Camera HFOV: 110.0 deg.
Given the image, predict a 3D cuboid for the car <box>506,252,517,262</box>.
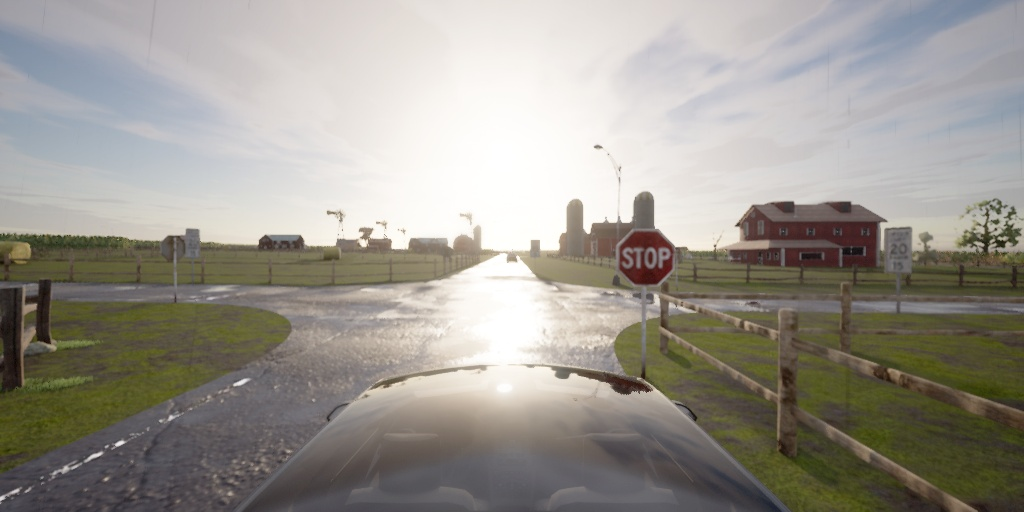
[{"bbox_3d":[-0.038,0.382,61.747,1.895,1.301,4.718,0,1,0],"label":"car"}]
